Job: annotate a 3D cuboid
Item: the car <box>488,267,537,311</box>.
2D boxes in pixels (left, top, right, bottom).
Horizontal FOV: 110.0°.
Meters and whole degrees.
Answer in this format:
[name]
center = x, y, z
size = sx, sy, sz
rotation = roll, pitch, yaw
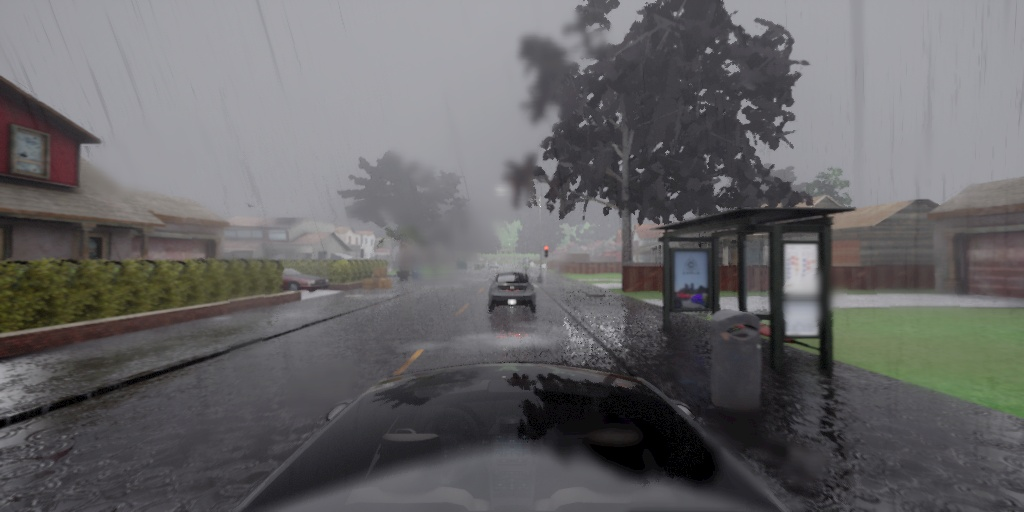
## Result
[car]
center = 0.019, 1.410, 15.331
size = 1.837, 1.490, 4.892
rotation = 0, 0, 0
